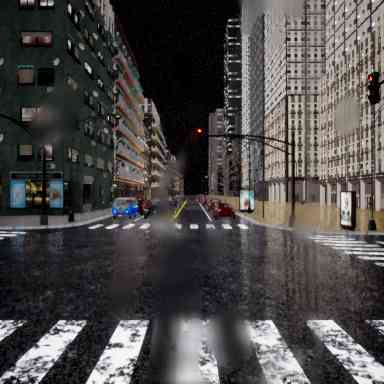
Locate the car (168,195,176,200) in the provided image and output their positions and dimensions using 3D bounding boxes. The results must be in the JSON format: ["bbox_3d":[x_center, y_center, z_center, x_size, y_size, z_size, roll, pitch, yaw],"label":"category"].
[{"bbox_3d":[-5.662,1.644,94.767,1.947,1.339,4.313,0,0,0],"label":"car"}]

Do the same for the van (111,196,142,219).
[{"bbox_3d":[-5.675,1.352,28.436,1.690,1.788,3.998,0,0,0],"label":"van"}]

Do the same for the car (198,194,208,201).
[{"bbox_3d":[2.718,1.377,83.710,2.192,1.841,5.009,0,0,0],"label":"car"}]

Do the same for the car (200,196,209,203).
[{"bbox_3d":[2.714,1.593,72.654,1.887,1.381,4.507,0,0,0],"label":"car"}]

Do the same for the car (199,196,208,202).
[{"bbox_3d":[2.715,1.637,78.182,1.802,1.307,4.206,0,0,0],"label":"car"}]

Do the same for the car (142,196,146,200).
[{"bbox_3d":[-5.674,1.329,33.964,2.192,1.841,5.009,0,0,0],"label":"car"}]

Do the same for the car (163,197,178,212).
[{"bbox_3d":[-3.091,1.618,39.739,1.895,1.301,4.718,0,0,0],"label":"car"}]

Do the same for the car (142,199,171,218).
[{"bbox_3d":[-3.112,1.575,29.622,1.994,1.385,4.181,0,0,-2],"label":"car"}]

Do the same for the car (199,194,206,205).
[{"bbox_3d":[2.711,1.470,56.071,1.967,1.590,4.097,0,0,0],"label":"car"}]

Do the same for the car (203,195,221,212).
[{"bbox_3d":[2.708,1.457,39.489,1.967,1.590,4.097,0,0,0],"label":"car"}]

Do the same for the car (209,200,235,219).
[{"bbox_3d":[2.704,1.593,28.433,1.802,1.307,4.206,0,0,0],"label":"car"}]

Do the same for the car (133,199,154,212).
[{"bbox_3d":[-5.674,1.562,39.492,1.887,1.381,4.507,0,0,0],"label":"car"}]
